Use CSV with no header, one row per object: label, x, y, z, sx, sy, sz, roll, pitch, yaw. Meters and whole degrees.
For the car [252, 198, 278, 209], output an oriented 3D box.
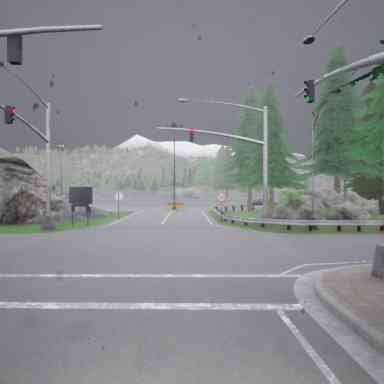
car,10.701,1.673,47.607,5.008,1.535,1.882,0,-1,2
